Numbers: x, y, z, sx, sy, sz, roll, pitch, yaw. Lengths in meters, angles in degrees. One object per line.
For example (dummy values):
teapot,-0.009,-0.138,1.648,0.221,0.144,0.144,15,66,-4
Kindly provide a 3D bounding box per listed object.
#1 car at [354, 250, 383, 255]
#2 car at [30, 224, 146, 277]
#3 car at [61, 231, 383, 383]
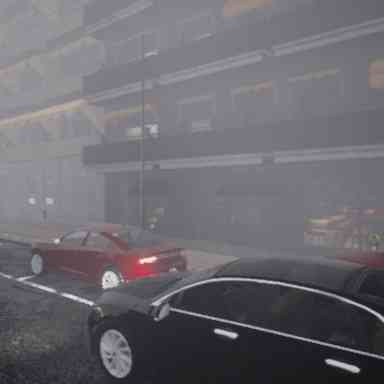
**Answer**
car,2.403,1.540,4.857,4.507,1.381,1.887,1,0,36
car,-2.209,1.462,8.155,4.507,1.381,1.887,1,0,36
car,0.839,1.490,3.693,4.892,1.490,1.837,1,1,36
